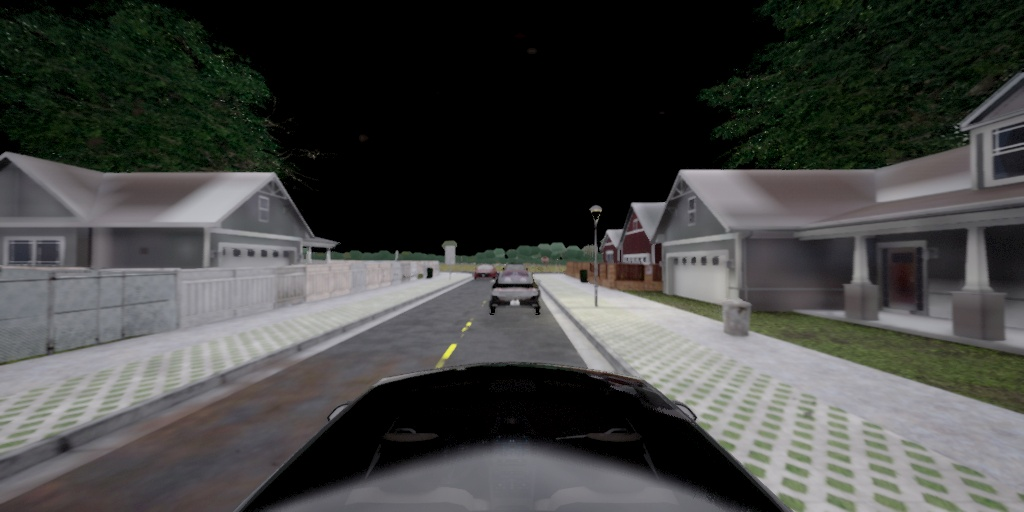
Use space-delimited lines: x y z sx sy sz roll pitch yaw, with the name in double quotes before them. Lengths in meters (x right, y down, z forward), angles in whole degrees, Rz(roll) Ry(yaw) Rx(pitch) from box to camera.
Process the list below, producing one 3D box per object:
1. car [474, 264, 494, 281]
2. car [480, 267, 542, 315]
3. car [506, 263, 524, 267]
"car" -2.543 1.528 34.836 1.882 1.535 5.008 0 -1 1
"car" 0.134 1.350 14.174 2.128 1.511 4.902 0 0 1
"car" 0.257 1.348 28.962 2.097 1.767 4.553 0 -1 1
